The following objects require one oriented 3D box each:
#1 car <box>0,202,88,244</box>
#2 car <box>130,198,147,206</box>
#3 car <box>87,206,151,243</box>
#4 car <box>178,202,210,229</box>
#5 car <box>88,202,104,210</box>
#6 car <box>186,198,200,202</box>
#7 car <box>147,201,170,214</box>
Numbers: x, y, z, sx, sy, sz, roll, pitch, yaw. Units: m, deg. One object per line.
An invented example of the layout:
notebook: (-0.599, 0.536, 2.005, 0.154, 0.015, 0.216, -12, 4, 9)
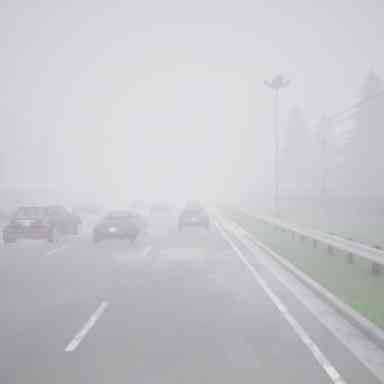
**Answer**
car: (-6.898, 1.371, 15.942, 2.097, 1.767, 4.553, 0, 0, 0)
car: (-6.897, 1.546, 43.594, 2.128, 1.511, 4.902, 0, 0, 0)
car: (-3.399, 1.585, 16.273, 1.994, 1.385, 4.181, 0, 0, 0)
car: (0.102, 1.591, 21.819, 1.994, 1.385, 4.181, 0, 0, 0)
car: (-10.397, 1.643, 33.803, 1.895, 1.301, 4.718, 0, 0, 0)
car: (0.103, 1.548, 45.006, 2.128, 1.511, 4.902, 0, 0, 0)
car: (-3.398, 1.646, 36.341, 1.895, 1.301, 4.718, 0, 0, 0)
